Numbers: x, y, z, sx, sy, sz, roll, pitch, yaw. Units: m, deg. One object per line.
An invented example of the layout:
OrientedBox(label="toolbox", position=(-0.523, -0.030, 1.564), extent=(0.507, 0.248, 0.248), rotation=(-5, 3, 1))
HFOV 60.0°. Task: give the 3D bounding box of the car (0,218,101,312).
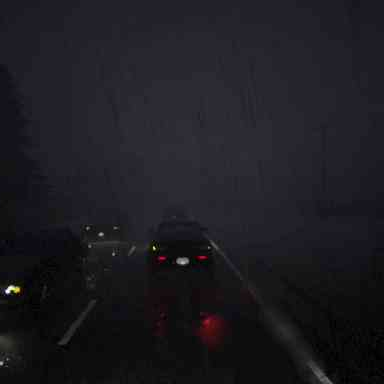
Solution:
OrientedBox(label="car", position=(-3.990, 1.620, 8.277), extent=(2.033, 1.411, 5.357), rotation=(0, 0, -3))

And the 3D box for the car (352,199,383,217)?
OrientedBox(label="car", position=(15.721, 1.482, 31.317), extent=(2.152, 1.636, 5.027), rotation=(0, 0, -3))

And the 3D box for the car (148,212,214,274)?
OrientedBox(label="car", position=(-0.421, 1.600, 10.752), extent=(1.812, 1.442, 4.674), rotation=(0, 0, -4))

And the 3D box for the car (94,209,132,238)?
OrientedBox(label="car", position=(-4.559, 1.694, 18.899), extent=(2.033, 1.411, 5.357), rotation=(0, 0, -3))

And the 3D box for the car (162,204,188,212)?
OrientedBox(label="car", position=(-1.366, 1.662, 26.349), extent=(1.882, 1.535, 5.008), rotation=(0, 0, -3))

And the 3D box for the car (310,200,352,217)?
OrientedBox(label="car", position=(12.589, 1.502, 31.124), extent=(2.007, 1.523, 4.514), rotation=(0, 0, -3))
